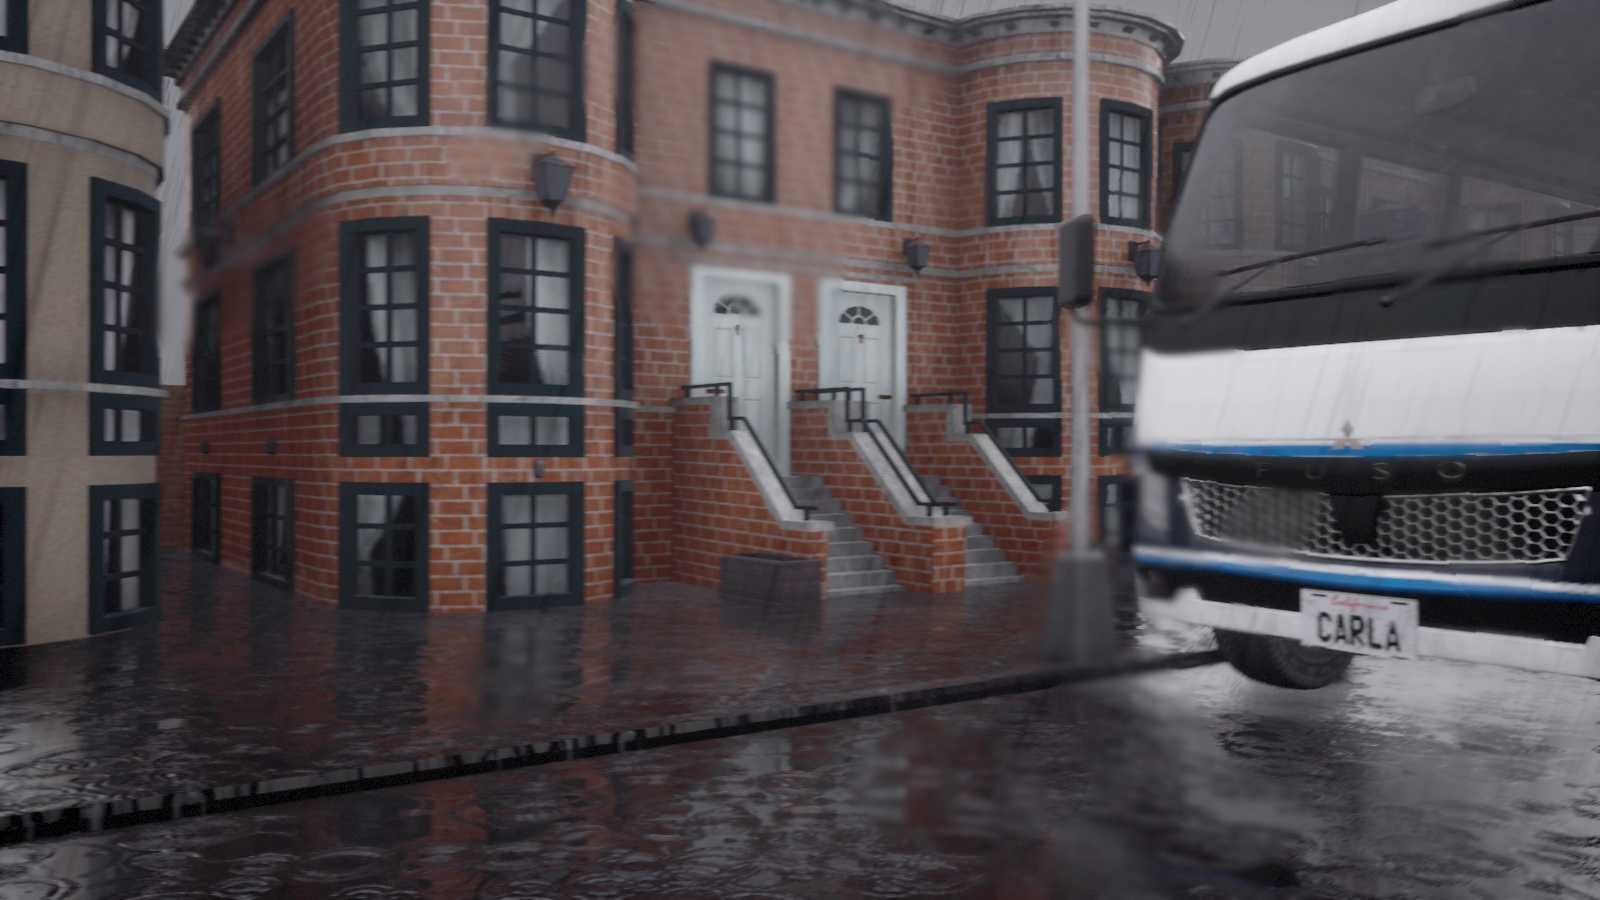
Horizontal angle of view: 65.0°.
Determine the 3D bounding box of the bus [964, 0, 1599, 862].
[{"bbox_3d":[6.316,-0.624,8.673,10.273,4.253,3.944,0,0,-35],"label":"bus"}]
